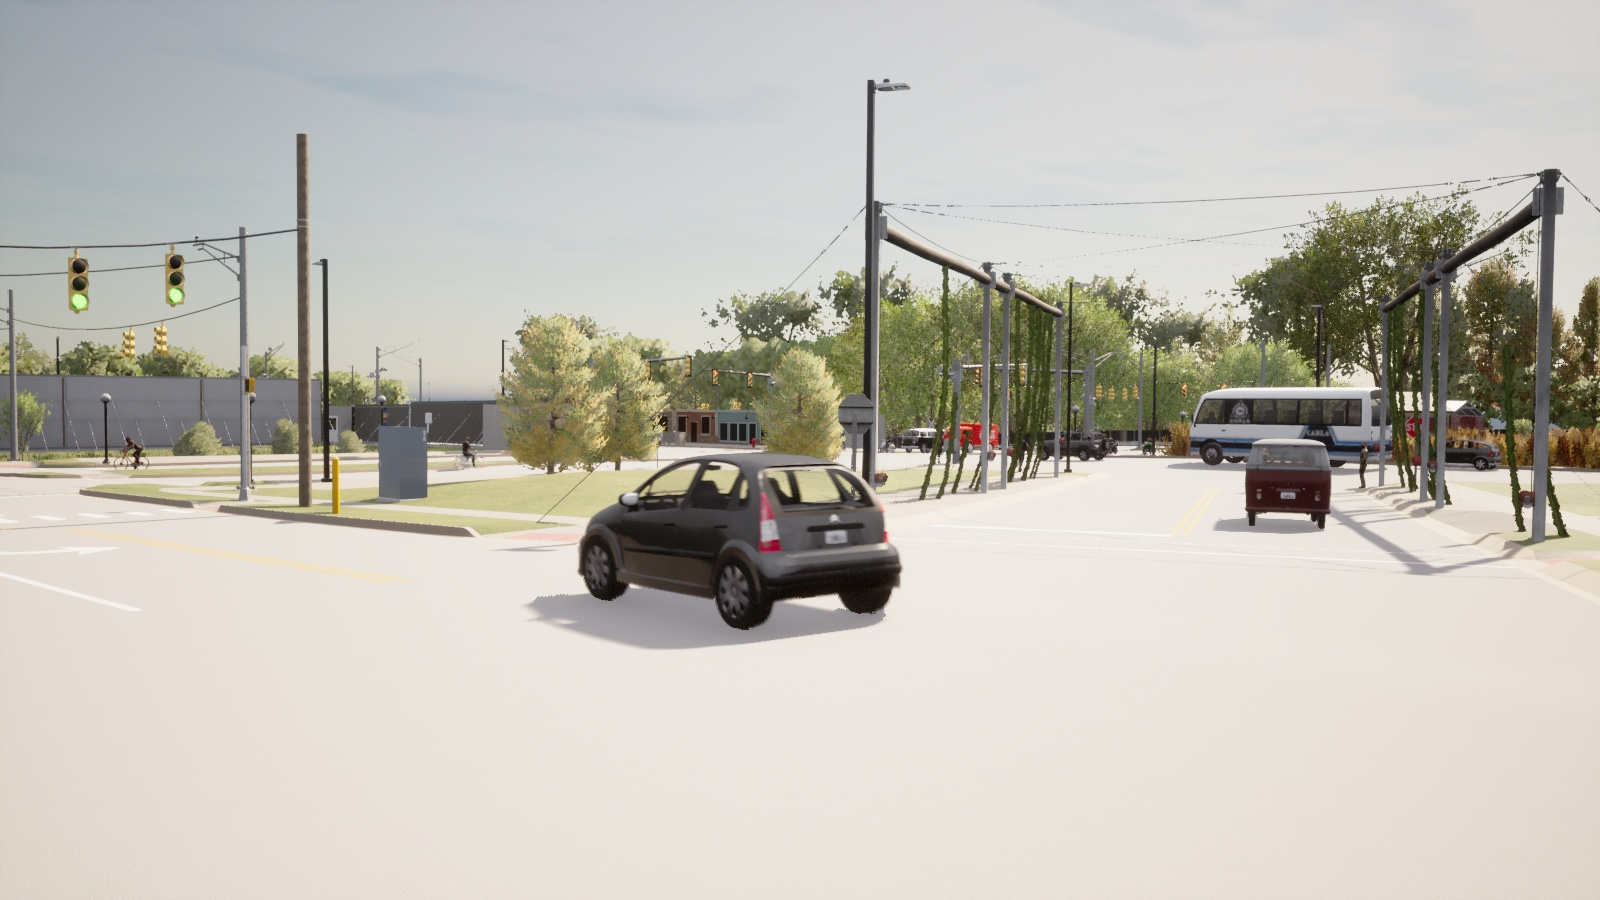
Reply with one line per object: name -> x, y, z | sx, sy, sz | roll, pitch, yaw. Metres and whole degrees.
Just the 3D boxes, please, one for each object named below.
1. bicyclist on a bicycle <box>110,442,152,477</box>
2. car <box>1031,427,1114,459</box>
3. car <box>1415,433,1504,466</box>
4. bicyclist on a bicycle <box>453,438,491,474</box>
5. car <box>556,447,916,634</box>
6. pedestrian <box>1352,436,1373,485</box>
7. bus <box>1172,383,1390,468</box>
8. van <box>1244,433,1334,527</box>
bicyclist on a bicycle -> -31.949, 0.448, 60.015 | 0.582, 1.620, 1.656 | 1, 2, 39
car -> 16.628, -0.405, 76.758 | 4.605, 1.855, 1.932 | 0, 2, 44
car -> 34.011, -0.039, 64.822 | 3.705, 1.549, 1.789 | 2, 3, 44
bicyclist on a bicycle -> -17.082, 0.314, 65.389 | 0.659, 1.776, 1.843 | 1, 3, 41
car -> -0.820, 0.798, 13.269 | 1.851, 1.617, 3.988 | -2, 1, -37
pedestrian -> 22.310, 0.419, 49.777 | 0.692, 1.930, 0.396 | 1, 3, 29
bus -> 25.762, -1.437, 67.762 | 10.273, 4.253, 3.944 | 2, 4, 44
van -> 11.350, 0.626, 29.381 | 1.775, 1.987, 4.442 | 1, 1, 19
